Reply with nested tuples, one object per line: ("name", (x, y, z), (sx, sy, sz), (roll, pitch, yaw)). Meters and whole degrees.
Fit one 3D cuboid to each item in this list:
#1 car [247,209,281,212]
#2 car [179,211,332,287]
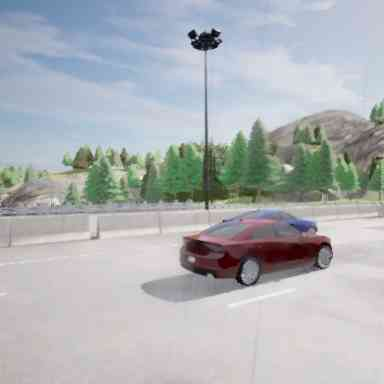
("car", (3.592, 1.512, 14.936), (5.008, 1.535, 1.882), (0, 0, -36))
("car", (2.005, 1.490, 9.492), (5.008, 1.535, 1.882), (0, 0, -36))
